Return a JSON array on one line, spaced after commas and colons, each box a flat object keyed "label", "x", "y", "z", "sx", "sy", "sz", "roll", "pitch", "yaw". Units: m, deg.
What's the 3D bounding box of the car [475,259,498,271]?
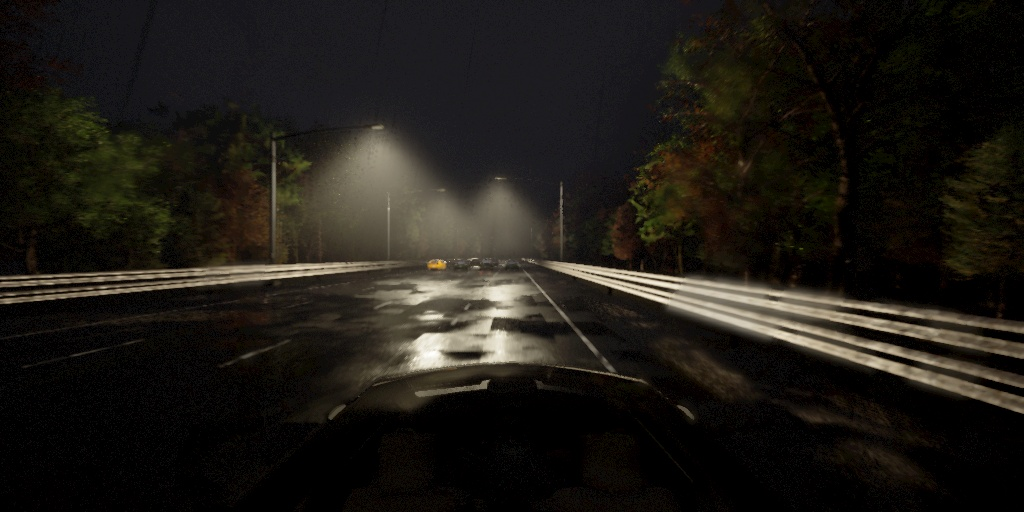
[{"label": "car", "x": -3.532, "y": 1.296, "z": 50.650, "sx": 2.128, "sy": 1.511, "sz": 4.902, "roll": 0, "pitch": 0, "yaw": 0}]

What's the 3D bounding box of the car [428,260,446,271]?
[{"label": "car", "x": -10.533, "y": 1.272, "z": 50.599, "sx": 1.882, "sy": 1.535, "sz": 5.008, "roll": 0, "pitch": 0, "yaw": 0}]

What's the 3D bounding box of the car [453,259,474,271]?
[{"label": "car", "x": -7.031, "y": 1.363, "z": 51.120, "sx": 1.994, "sy": 1.385, "sz": 4.181, "roll": 0, "pitch": 0, "yaw": 0}]

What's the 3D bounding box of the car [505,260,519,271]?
[{"label": "car", "x": -0.031, "y": 1.372, "z": 51.143, "sx": 1.994, "sy": 1.385, "sz": 4.181, "roll": 0, "pitch": 0, "yaw": 0}]
